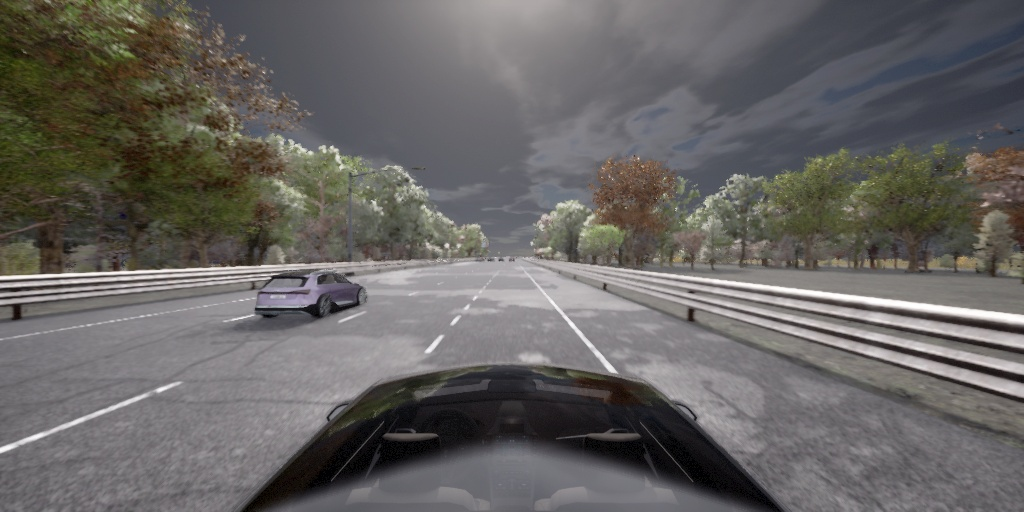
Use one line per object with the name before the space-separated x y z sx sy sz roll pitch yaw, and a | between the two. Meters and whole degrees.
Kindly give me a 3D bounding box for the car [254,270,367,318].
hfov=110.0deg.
car | -7.001 1.318 12.994 2.033 1.649 4.856 0 -1 0
